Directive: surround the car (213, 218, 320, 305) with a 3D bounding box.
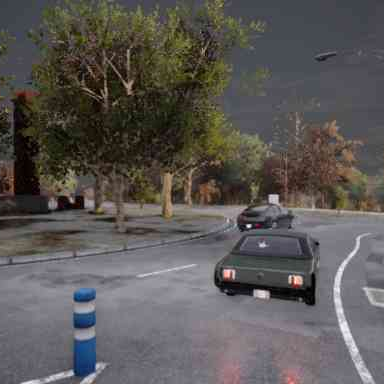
[{"bbox_3d":[2.111,1.573,8.153,1.895,1.301,4.718,0,0,22],"label":"car"}]

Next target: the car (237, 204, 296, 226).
[{"bbox_3d":[4.253,1.416,18.473,1.837,1.490,4.892,-1,0,36],"label":"car"}]
